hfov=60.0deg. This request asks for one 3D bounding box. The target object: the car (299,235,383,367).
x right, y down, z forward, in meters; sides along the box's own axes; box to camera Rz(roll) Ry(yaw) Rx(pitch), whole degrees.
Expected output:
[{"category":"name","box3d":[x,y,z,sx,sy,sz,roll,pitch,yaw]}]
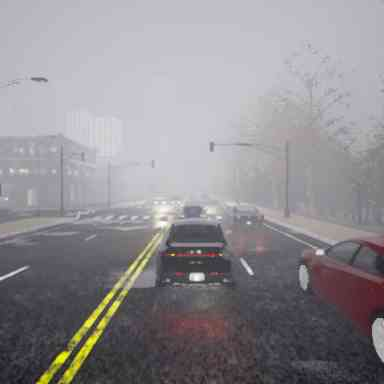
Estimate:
[{"category":"car","box3d":[3.348,1.459,5.601,1.882,1.535,5.008,0,0,0]}]

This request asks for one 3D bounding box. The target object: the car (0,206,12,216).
[{"category":"car","box3d":[-19.959,1.713,32.514,4.313,1.339,1.947,-1,1,0]}]

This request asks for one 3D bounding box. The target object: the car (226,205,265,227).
[{"category":"car","box3d":[3.348,1.529,21.811,1.895,1.301,4.718,0,0,0]}]

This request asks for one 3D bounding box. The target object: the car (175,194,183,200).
[{"category":"car","box3d":[-3.262,1.256,85.042,1.994,1.385,4.181,0,0,0]}]

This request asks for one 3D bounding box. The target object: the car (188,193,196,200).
[{"category":"car","box3d":[-0.014,1.234,83.366,1.812,1.442,4.674,0,0,0]}]

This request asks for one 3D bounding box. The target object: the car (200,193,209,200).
[{"category":"car","box3d":[3.236,1.065,83.336,2.097,1.767,4.553,0,0,0]}]

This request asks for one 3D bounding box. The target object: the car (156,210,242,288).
[{"category":"car","box3d":[0.099,1.474,9.171,1.837,1.490,4.892,0,0,0]}]

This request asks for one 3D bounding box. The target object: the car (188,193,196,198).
[{"category":"car","box3d":[-0.015,1.067,93.368,1.994,1.385,4.181,0,0,0]}]

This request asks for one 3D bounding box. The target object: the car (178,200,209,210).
[{"category":"car","box3d":[0.072,1.458,20.731,1.812,1.442,4.674,0,0,1]}]

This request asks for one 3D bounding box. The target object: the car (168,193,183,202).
[{"category":"car","box3d":[-3.260,1.319,69.449,1.994,1.385,4.181,0,0,0]}]

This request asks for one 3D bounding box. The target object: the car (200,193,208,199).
[{"category":"car","box3d":[3.235,1.039,93.369,2.128,1.511,4.902,0,0,0]}]

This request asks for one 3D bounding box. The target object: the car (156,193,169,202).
[{"category":"car","box3d":[-6.510,1.362,69.419,1.895,1.301,4.718,0,0,0]}]
